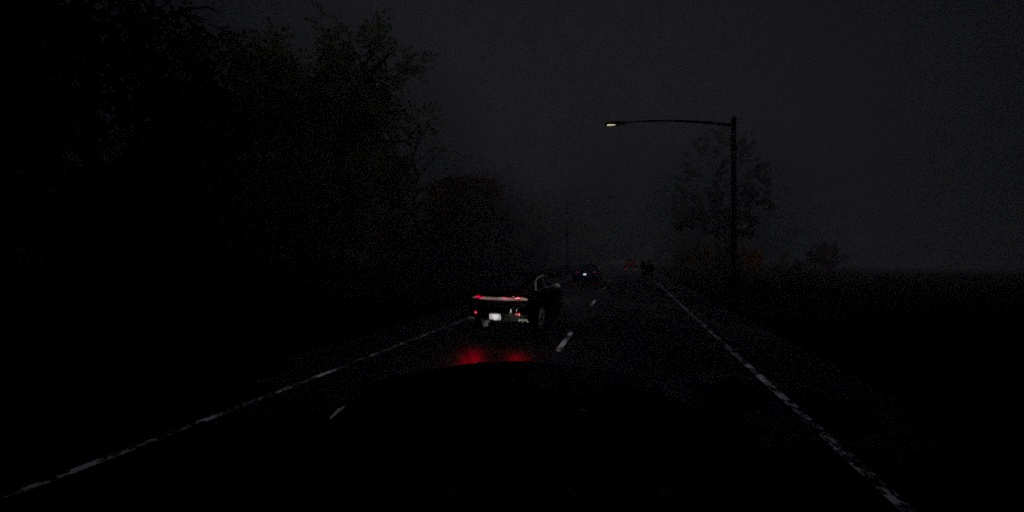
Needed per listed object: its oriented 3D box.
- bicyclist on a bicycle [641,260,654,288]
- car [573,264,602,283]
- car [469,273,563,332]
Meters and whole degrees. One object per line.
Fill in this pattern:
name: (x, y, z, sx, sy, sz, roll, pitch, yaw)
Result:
bicyclist on a bicycle: (8.876, 1.142, 23.219, 0.659, 1.776, 1.843, 0, 0, 18)
car: (6.095, 1.343, 28.813, 1.994, 1.385, 4.181, 0, 0, 18)
car: (0.338, 1.253, 10.999, 2.128, 1.511, 4.902, 0, 0, 18)
